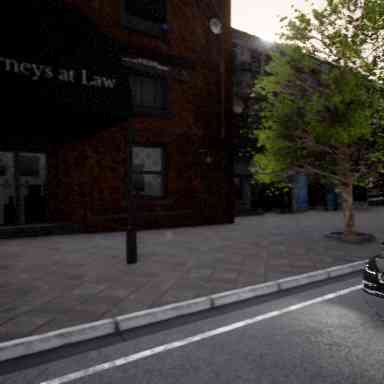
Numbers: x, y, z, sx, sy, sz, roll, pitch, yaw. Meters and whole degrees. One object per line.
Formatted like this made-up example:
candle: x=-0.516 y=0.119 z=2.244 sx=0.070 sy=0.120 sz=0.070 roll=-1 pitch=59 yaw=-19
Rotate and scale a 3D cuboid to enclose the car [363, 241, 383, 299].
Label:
car: x=5.749 y=1.531 z=7.479 sx=4.892 sy=1.490 sz=1.837 roll=0 pitch=0 yaw=-36
